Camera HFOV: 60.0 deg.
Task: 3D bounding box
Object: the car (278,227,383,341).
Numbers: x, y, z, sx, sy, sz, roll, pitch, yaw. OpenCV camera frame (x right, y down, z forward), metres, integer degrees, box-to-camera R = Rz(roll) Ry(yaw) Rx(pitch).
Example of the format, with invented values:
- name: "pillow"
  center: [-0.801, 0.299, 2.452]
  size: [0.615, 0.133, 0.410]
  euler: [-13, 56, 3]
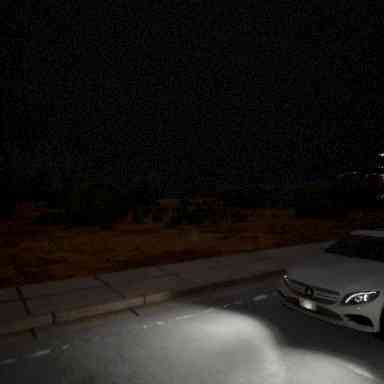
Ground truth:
- name: "car"
  center: [3.733, 1.456, 6.425]
  size: [4.674, 1.442, 1.812]
  euler: [0, 0, -33]
